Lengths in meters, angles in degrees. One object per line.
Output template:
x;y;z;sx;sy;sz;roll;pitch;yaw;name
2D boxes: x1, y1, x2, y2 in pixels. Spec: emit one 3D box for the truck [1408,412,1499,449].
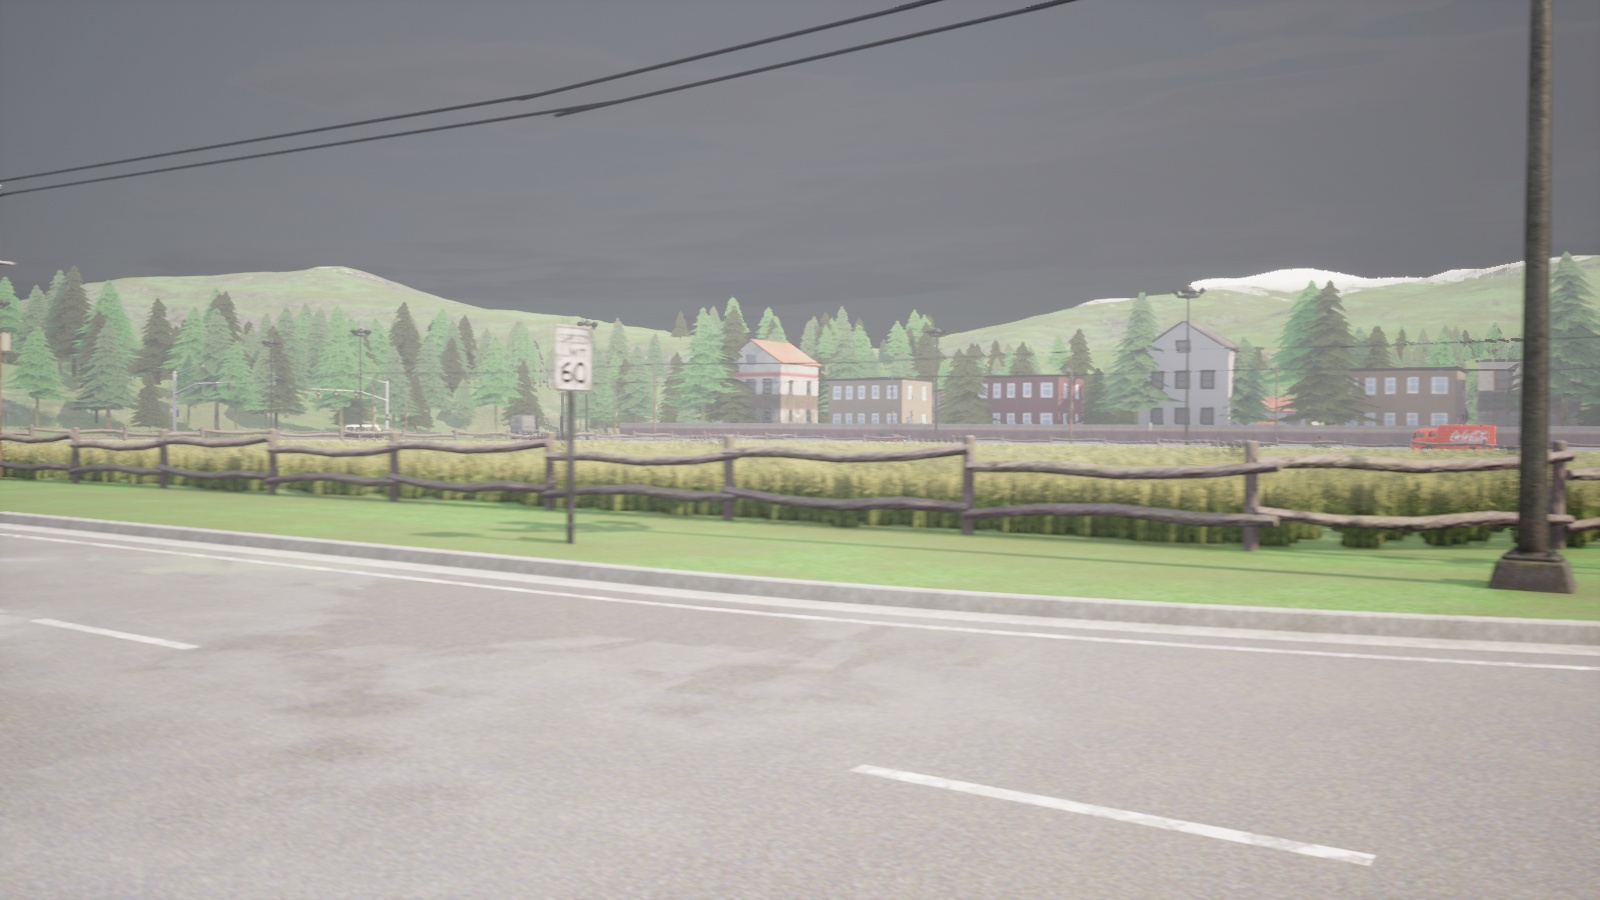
44.538;-1.323;85.631;5.204;2.467;2.627;0;1;34;truck
